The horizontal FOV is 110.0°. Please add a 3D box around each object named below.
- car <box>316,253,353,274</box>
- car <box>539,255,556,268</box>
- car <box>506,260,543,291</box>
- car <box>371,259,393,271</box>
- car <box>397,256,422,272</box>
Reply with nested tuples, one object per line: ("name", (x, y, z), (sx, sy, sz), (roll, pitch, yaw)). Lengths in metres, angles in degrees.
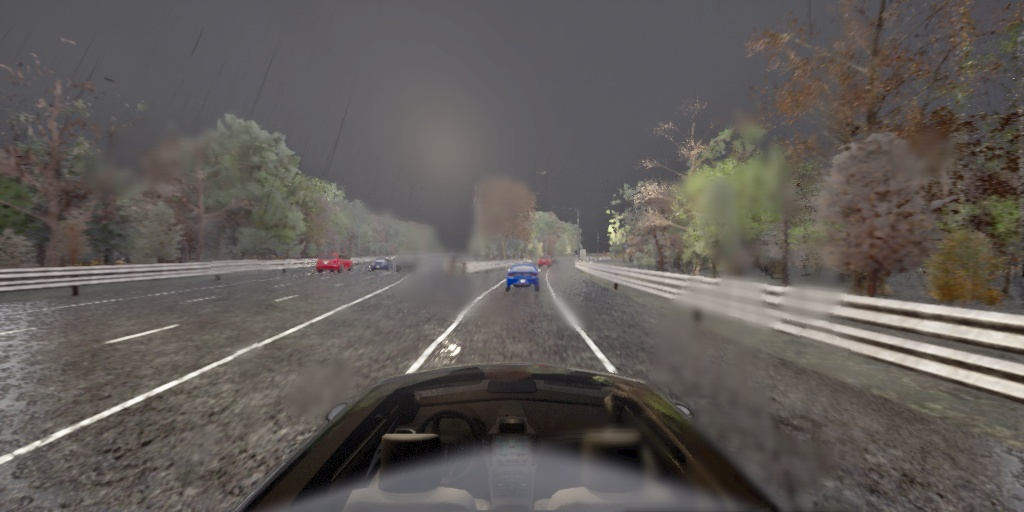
("car", (-18.264, 0.758, 37.114), (2.150, 2.045, 5.566), (0, 0, -8))
("car", (5.850, 0.928, 62.534), (2.150, 2.045, 5.566), (0, 0, 11))
("car", (0.732, 1.207, 21.830), (1.882, 1.535, 5.008), (0, 0, 4))
("car", (-15.544, 1.032, 43.050), (1.812, 1.442, 4.674), (0, 0, -8))
("car", (-11.653, 1.024, 40.435), (1.837, 1.490, 4.892), (0, 0, -8))
